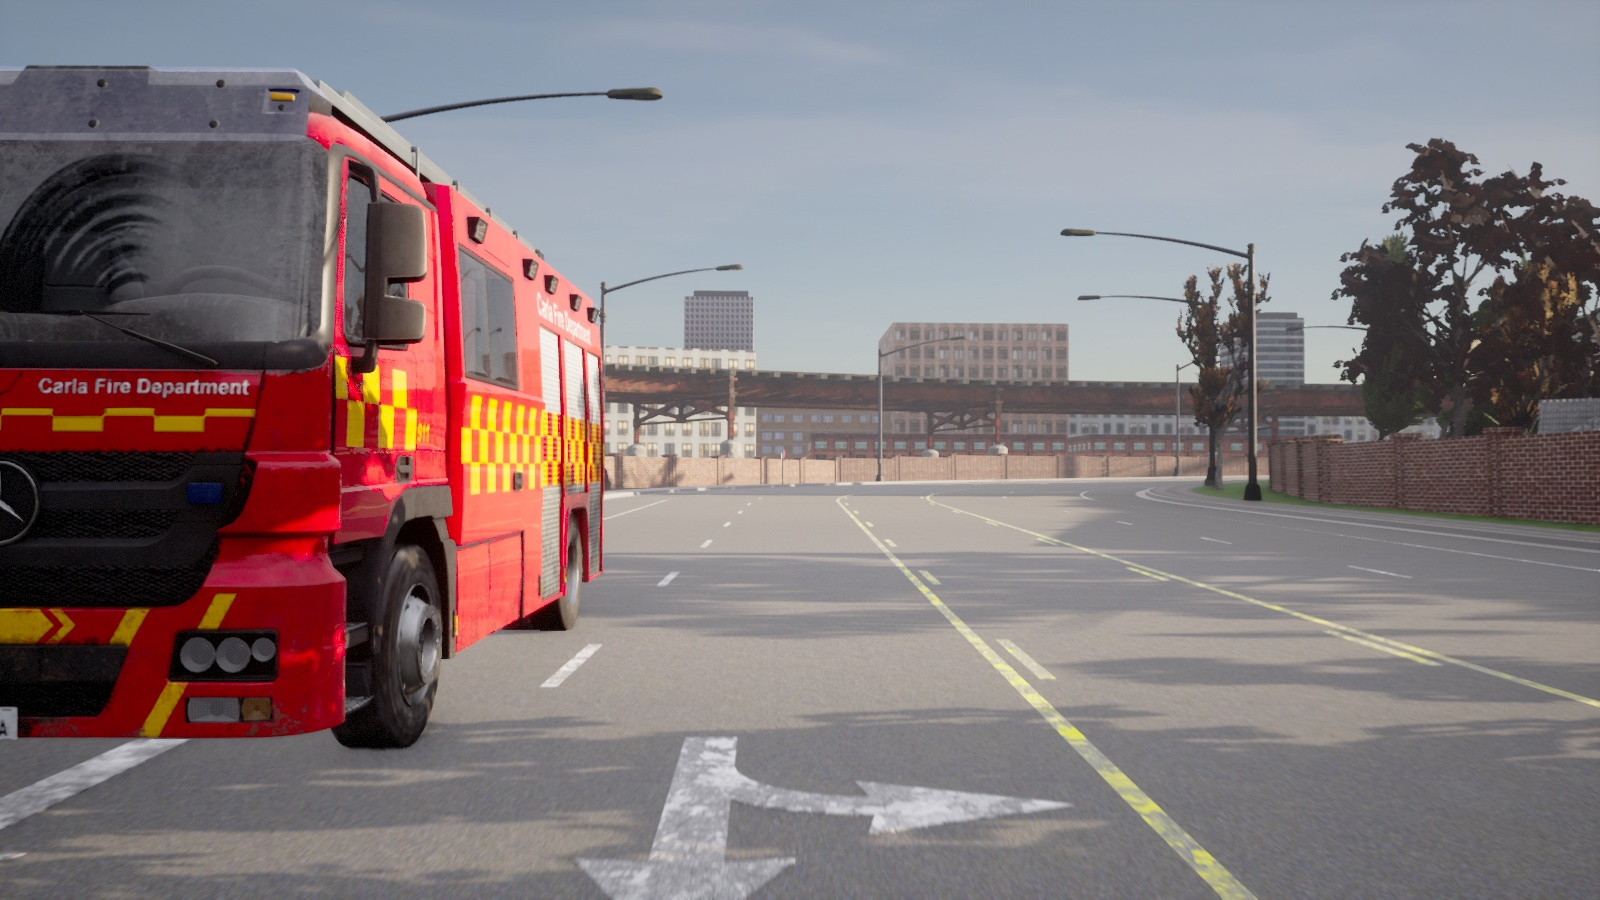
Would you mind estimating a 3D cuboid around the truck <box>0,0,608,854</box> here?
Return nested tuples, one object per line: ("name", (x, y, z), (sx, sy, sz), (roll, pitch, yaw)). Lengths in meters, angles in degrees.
("truck", (-3.529, -0.194, 9.443), (2.891, 3.827, 8.468), (0, -1, 0))
